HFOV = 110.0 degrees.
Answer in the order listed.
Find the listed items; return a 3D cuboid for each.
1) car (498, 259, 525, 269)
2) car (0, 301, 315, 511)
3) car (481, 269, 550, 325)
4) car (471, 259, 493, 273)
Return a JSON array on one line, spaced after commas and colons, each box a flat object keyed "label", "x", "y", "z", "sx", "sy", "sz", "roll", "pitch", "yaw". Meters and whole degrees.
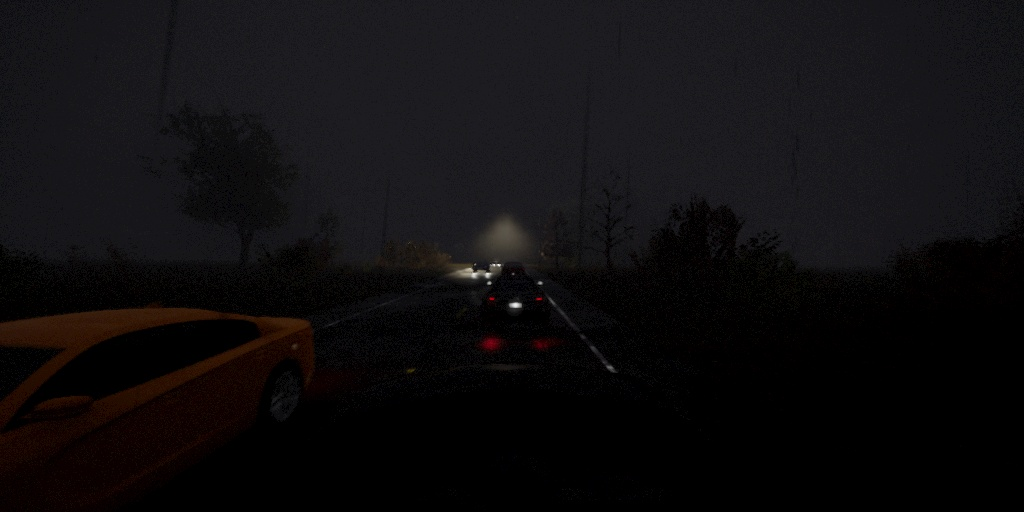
[{"label": "car", "x": 0.090, "y": 1.191, "z": 29.572, "sx": 1.882, "sy": 1.535, "sz": 5.008, "roll": 0, "pitch": 0, "yaw": 0}, {"label": "car", "x": -3.601, "y": 1.226, "z": 2.793, "sx": 1.882, "sy": 1.535, "sz": 5.008, "roll": 0, "pitch": 0, "yaw": 0}, {"label": "car", "x": 0.097, "y": 1.301, "z": 11.721, "sx": 1.994, "sy": 1.385, "sz": 4.181, "roll": 0, "pitch": 0, "yaw": 0}, {"label": "car", "x": -3.601, "y": 1.219, "z": 42.618, "sx": 1.812, "sy": 1.442, "sz": 4.674, "roll": 0, "pitch": 0, "yaw": 0}]
